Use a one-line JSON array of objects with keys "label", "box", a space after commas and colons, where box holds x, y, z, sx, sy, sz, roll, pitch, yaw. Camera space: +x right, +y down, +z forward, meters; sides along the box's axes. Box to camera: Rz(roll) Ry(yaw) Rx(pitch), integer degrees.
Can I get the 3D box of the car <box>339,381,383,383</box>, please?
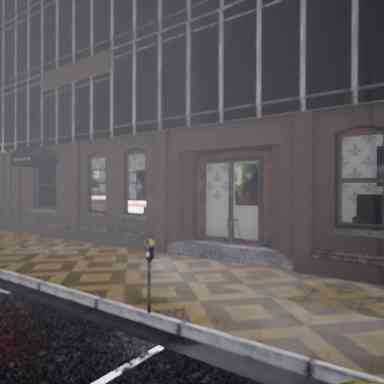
[{"label": "car", "box": [2.637, 1.533, 0.992, 4.829, 1.417, 1.752, 0, 0, 35]}]
